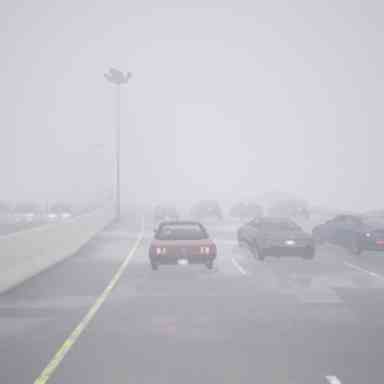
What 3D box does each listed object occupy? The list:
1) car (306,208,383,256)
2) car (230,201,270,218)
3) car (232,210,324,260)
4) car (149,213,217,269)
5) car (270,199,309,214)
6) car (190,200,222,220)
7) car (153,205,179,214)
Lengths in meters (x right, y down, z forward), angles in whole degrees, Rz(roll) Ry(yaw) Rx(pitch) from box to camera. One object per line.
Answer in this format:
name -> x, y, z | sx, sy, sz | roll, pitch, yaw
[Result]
car -> 6.468, 1.550, 13.114 | 1.812, 1.442, 4.674 | 0, 0, -4
car -> 4.642, 1.563, 28.858 | 2.128, 1.511, 4.902 | 0, 0, -9
car -> 3.000, 1.594, 12.619 | 1.994, 1.385, 4.181 | 0, 0, -4
car -> -0.392, 1.634, 11.332 | 1.895, 1.301, 4.718 | 0, 0, -4
car -> 8.215, 1.416, 28.578 | 2.097, 1.767, 4.553 | 0, 0, -8
car -> 1.133, 1.430, 28.647 | 2.097, 1.767, 4.553 | 0, 0, -9
car -> -2.188, 1.682, 27.405 | 1.895, 1.301, 4.718 | 0, 0, -9
